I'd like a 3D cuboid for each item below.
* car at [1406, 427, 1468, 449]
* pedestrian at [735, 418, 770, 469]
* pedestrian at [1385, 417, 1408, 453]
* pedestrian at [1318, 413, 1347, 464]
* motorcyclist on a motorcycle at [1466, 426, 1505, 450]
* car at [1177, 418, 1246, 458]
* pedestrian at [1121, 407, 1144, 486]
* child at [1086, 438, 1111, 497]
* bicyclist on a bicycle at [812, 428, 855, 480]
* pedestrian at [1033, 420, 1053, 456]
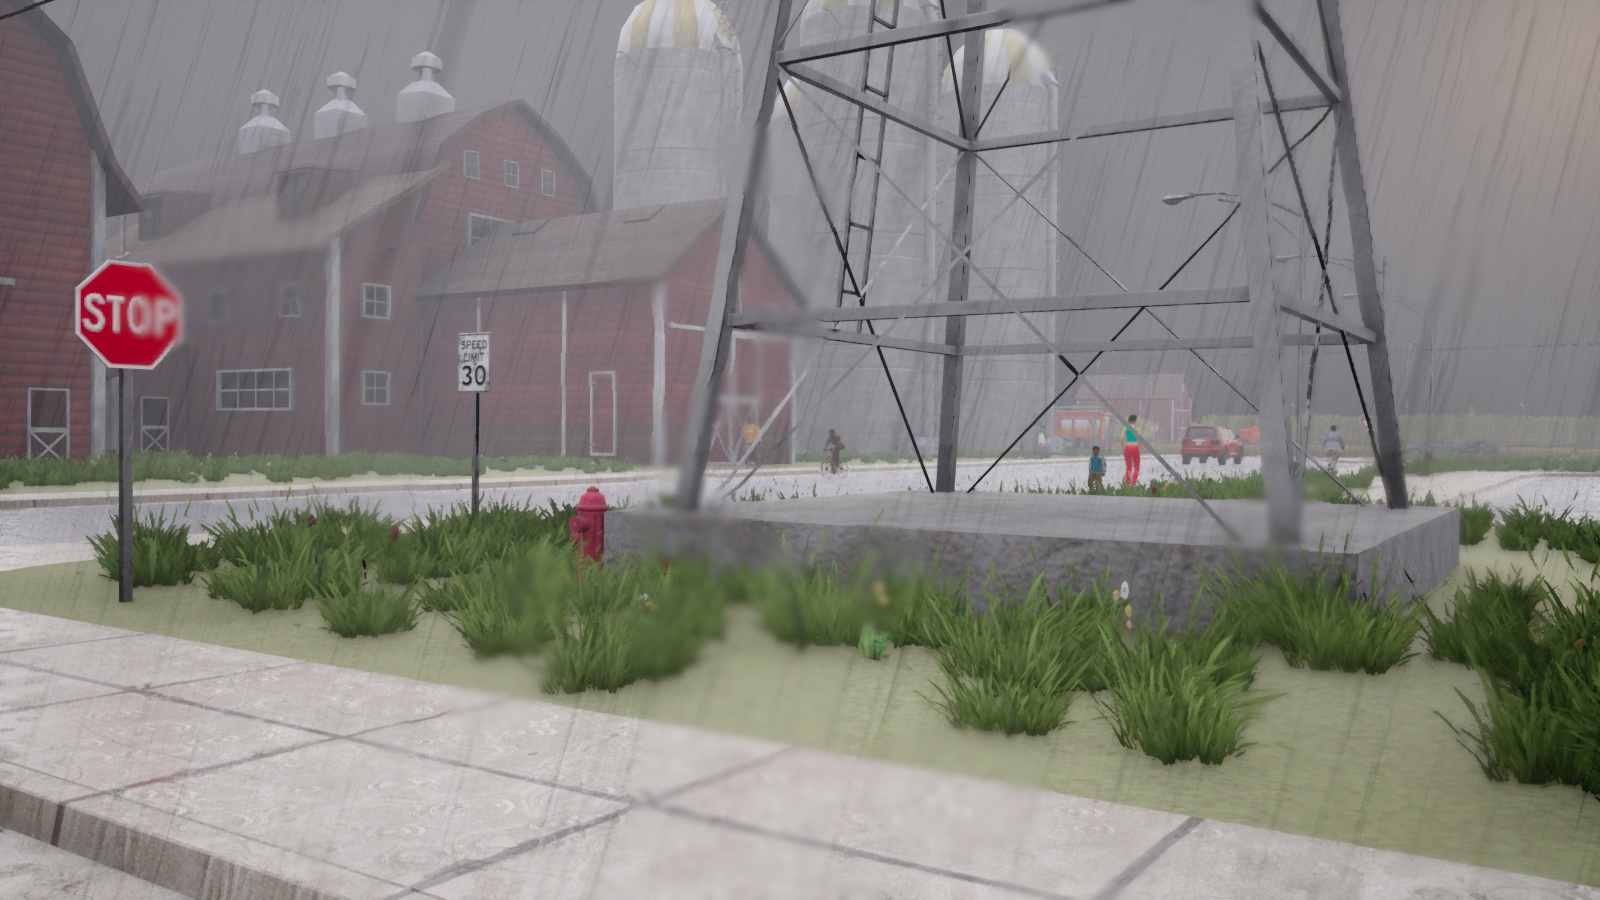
[{"bbox_3d":[44.170,-0.843,87.124,3.633,1.501,1.845,0,1,33],"label":"car"},{"bbox_3d":[-1.770,-0.242,46.834,0.874,1.855,0.900,0,1,40],"label":"pedestrian"},{"bbox_3d":[31.416,-0.801,66.176,0.874,1.855,0.900,0,1,40],"label":"pedestrian"},{"bbox_3d":[19.776,-0.429,46.623,0.874,1.855,0.900,0,1,30],"label":"pedestrian"},{"bbox_3d":[44.973,-0.766,82.404,2.191,1.530,0.866,0,1,33],"label":"motorcyclist on a motorcycle"},{"bbox_3d":[21.981,-0.662,66.908,2.150,2.045,5.566,0,1,33],"label":"car"},{"bbox_3d":[7.871,-0.091,29.745,0.345,1.836,0.594,0,1,34],"label":"pedestrian"},{"bbox_3d":[6.153,0.357,25.897,0.343,1.192,0.448,0,1,39],"label":"child"},{"bbox_3d":[1.100,0.118,40.737,0.582,1.620,1.656,0,1,33],"label":"bicyclist on a bicycle"},{"bbox_3d":[13.253,-0.668,68.485,0.873,1.952,0.659,-1,1,-43],"label":"pedestrian"}]
